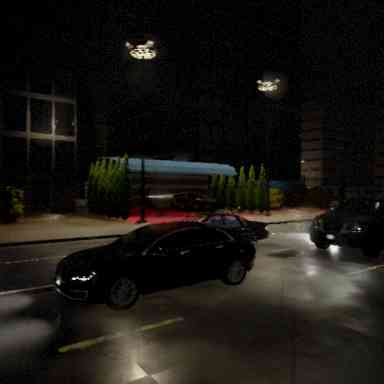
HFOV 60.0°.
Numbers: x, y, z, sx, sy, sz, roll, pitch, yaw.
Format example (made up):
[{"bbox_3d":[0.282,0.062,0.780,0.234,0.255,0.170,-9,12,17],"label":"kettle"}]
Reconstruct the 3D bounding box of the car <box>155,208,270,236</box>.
[{"bbox_3d":[0.681,1.530,13.000,5.357,1.411,2.033,0,0,-35],"label":"car"}]

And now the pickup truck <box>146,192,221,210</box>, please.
[{"bbox_3d":[-0.688,1.022,28.071,6.274,2.098,2.390,0,0,-5],"label":"pickup truck"}]

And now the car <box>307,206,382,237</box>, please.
[{"bbox_3d":[8.623,1.545,18.680,4.181,1.385,1.994,0,0,-35],"label":"car"}]

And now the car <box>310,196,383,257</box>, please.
[{"bbox_3d":[7.075,1.208,13.196,5.566,2.045,2.150,0,0,-35],"label":"car"}]

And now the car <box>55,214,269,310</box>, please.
[{"bbox_3d":[-0.607,1.494,7.853,4.892,1.490,1.837,0,0,-35],"label":"car"}]
